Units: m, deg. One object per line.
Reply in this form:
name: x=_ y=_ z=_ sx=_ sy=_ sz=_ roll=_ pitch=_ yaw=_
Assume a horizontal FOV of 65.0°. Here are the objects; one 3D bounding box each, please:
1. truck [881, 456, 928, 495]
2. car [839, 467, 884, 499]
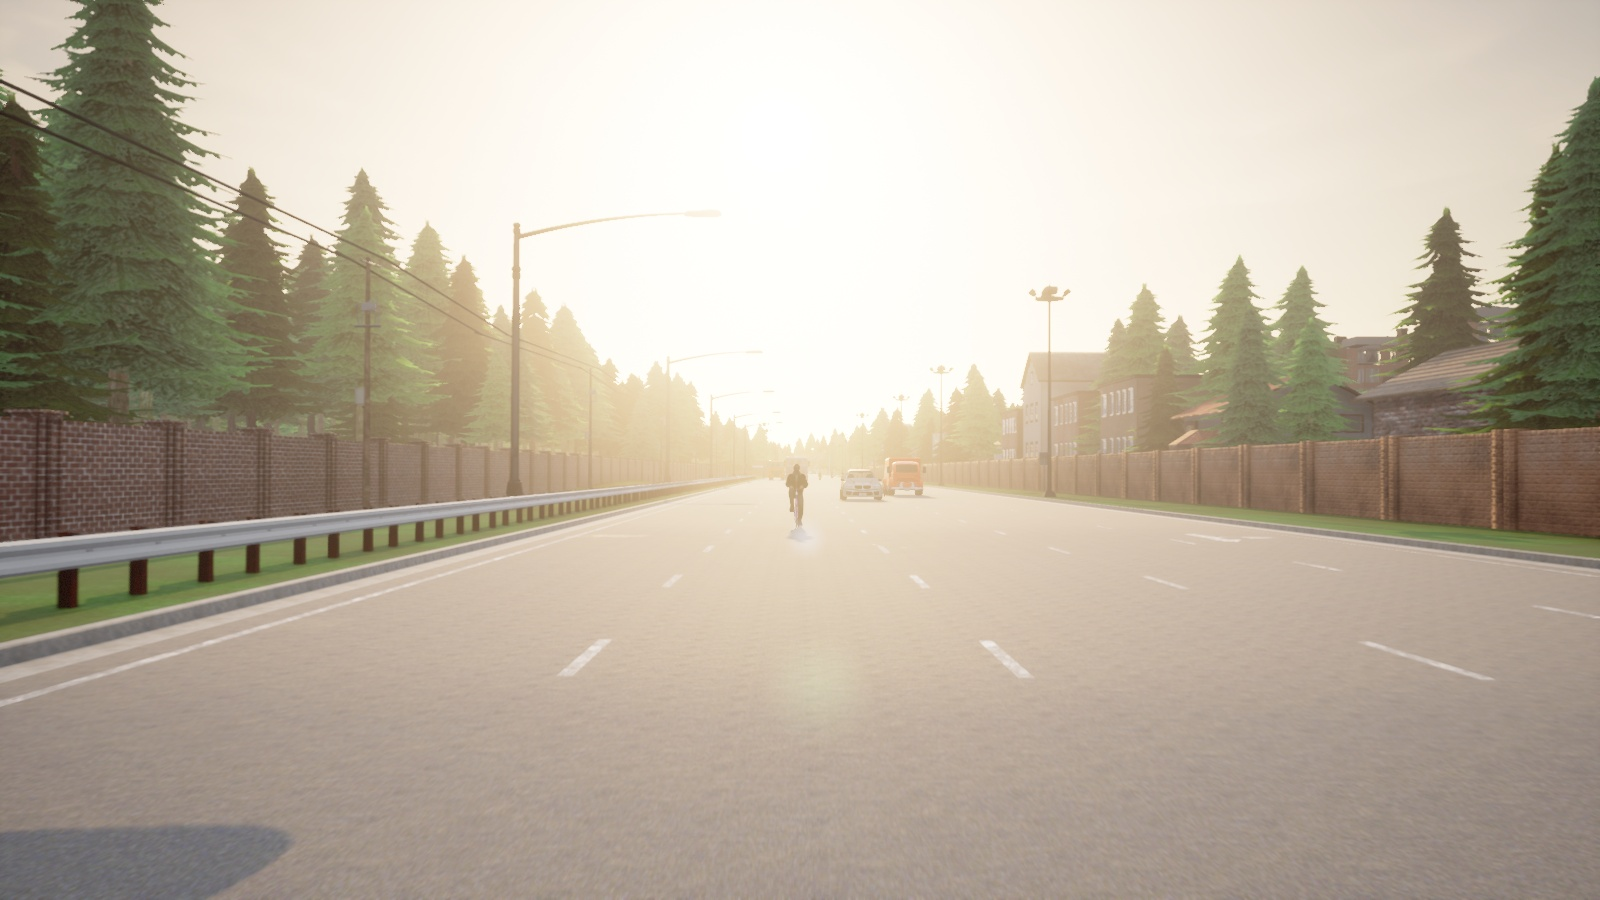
truck: x=6.794 y=1.677 z=82.198 sx=2.627 sy=2.467 sz=5.204 roll=0 pitch=-1 yaw=0
car: x=3.329 y=1.795 z=68.654 sx=2.242 sy=1.667 sz=4.611 roll=0 pitch=-1 yaw=0
